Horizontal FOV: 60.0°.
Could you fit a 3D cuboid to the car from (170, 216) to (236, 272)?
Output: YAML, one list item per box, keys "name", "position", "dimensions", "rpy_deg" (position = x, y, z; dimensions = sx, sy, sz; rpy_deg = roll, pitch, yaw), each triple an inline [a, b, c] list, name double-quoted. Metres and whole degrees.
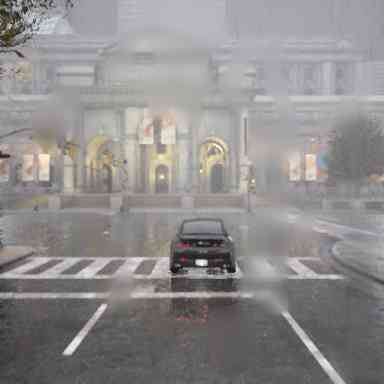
- name: "car"
  position: [0.394, 1.553, 10.969]
  dimensions: [1.837, 1.490, 4.892]
  rpy_deg: [0, 0, 4]
